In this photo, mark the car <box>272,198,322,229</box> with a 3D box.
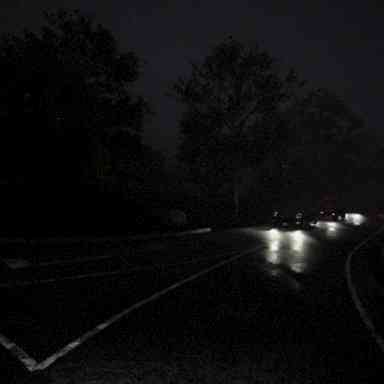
[{"bbox_3d":[7.361,1.495,23.577,2.097,1.767,4.553,3,2,35],"label":"car"}]

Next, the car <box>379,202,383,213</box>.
[{"bbox_3d":[26.388,2.045,44.694,2.128,1.511,4.902,3,1,35],"label":"car"}]

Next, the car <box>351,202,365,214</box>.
[{"bbox_3d":[20.752,2.005,42.687,1.895,1.301,4.718,3,1,36],"label":"car"}]

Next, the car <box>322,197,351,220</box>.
[{"bbox_3d":[13.304,1.529,32.102,2.150,2.045,5.566,3,1,36],"label":"car"}]
